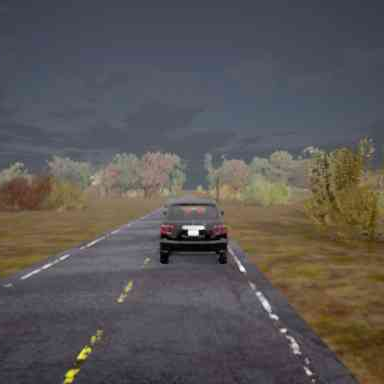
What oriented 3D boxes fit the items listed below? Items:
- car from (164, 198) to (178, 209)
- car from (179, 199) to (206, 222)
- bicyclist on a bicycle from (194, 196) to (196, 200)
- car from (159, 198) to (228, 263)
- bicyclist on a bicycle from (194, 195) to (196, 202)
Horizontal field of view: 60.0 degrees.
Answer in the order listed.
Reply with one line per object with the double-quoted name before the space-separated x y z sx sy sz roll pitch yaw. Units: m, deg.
"car" -3.082 1.711 50.221 1.837 1.490 4.892 0 0 0
"car" 0.069 1.475 28.267 2.097 1.767 4.553 0 0 0
"bicyclist on a bicycle" 0.820 1.746 81.022 0.866 1.612 1.509 0 0 0
"car" 0.065 1.281 12.365 2.150 2.045 5.566 0 0 0
"bicyclist on a bicycle" 0.823 1.703 90.019 0.659 1.776 1.843 0 0 0
